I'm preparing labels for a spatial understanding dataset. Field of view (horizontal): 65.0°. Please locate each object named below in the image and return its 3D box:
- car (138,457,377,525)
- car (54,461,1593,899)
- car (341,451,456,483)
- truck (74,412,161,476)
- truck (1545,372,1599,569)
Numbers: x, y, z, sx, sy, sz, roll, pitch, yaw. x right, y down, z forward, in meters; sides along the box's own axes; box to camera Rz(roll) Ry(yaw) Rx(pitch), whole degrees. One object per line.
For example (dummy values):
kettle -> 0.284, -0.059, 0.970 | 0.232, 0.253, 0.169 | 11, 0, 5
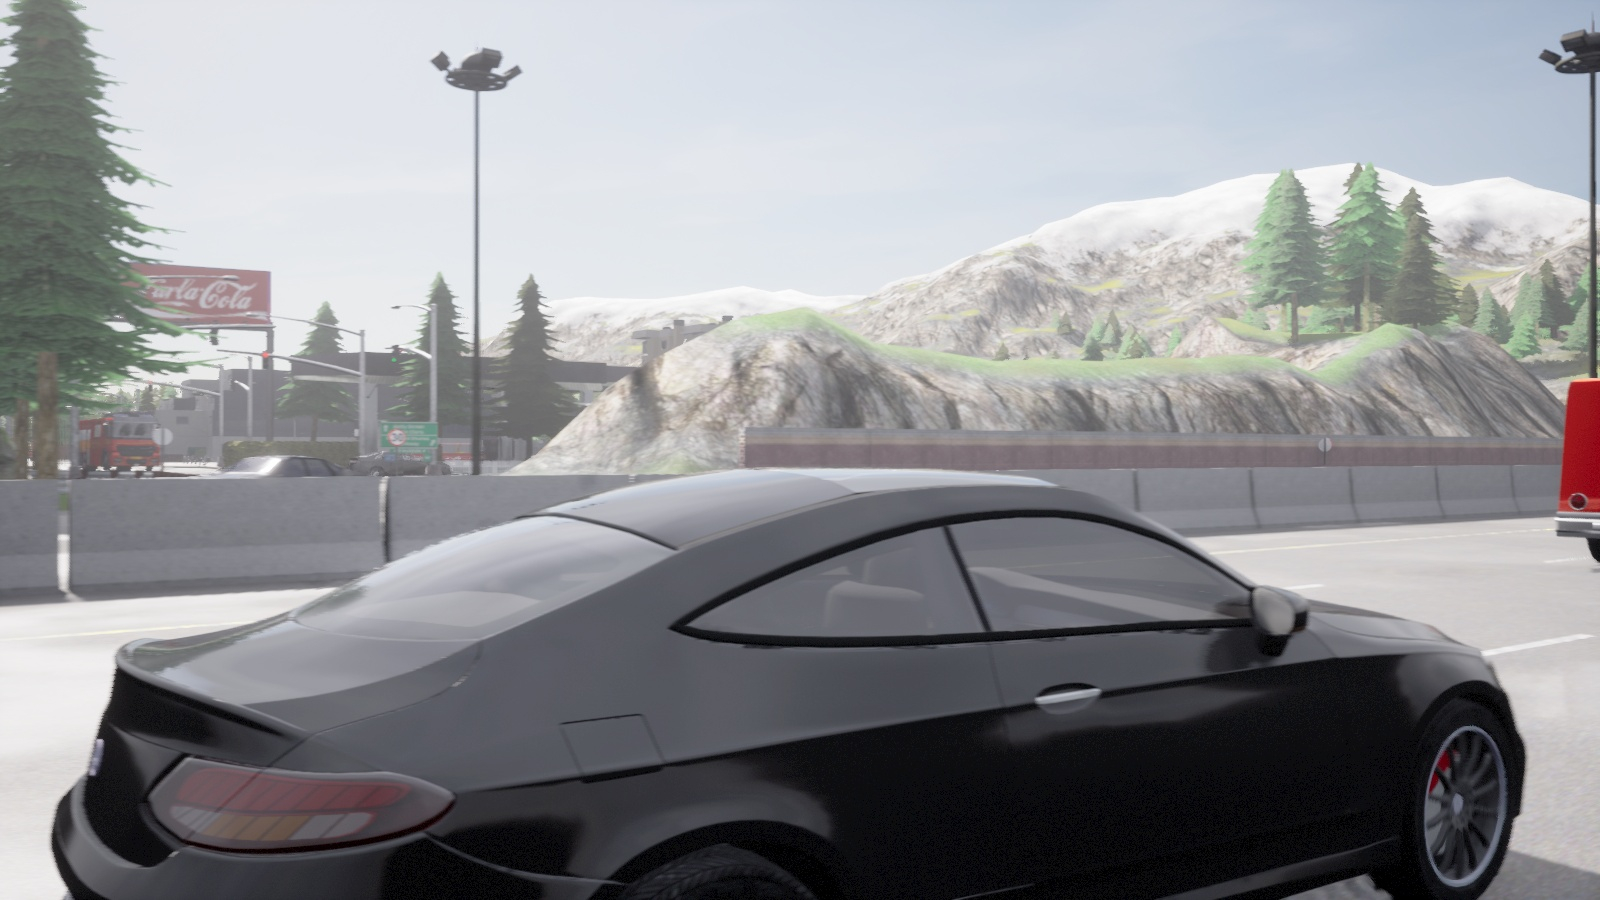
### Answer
car -> -12.540, 0.883, 29.510 | 2.033, 1.411, 5.357 | 0, 0, 20
car -> 0.435, 0.776, 3.962 | 4.674, 1.442, 1.812 | 0, 0, -35
car -> -19.463, 0.840, 60.909 | 4.902, 1.511, 2.128 | 1, -1, -35
truck -> -43.184, -0.320, 79.318 | 2.891, 3.827, 8.468 | 1, -1, -42
truck -> 12.530, 0.245, 16.649 | 5.204, 2.467, 2.627 | 0, 0, -35
